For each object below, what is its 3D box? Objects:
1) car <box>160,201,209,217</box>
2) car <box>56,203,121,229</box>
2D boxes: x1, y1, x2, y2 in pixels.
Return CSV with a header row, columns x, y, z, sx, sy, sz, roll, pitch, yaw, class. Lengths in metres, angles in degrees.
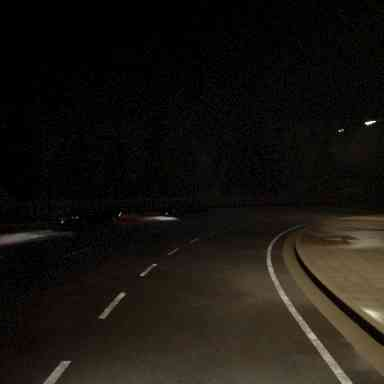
x,y,z,sx,sy,sz,roll,pitch,yaw,class
-0.591,1.549,31.891,2.033,1.411,5.357,0,0,39,car
-6.594,1.494,21.678,2.128,1.511,4.902,0,0,24,car
